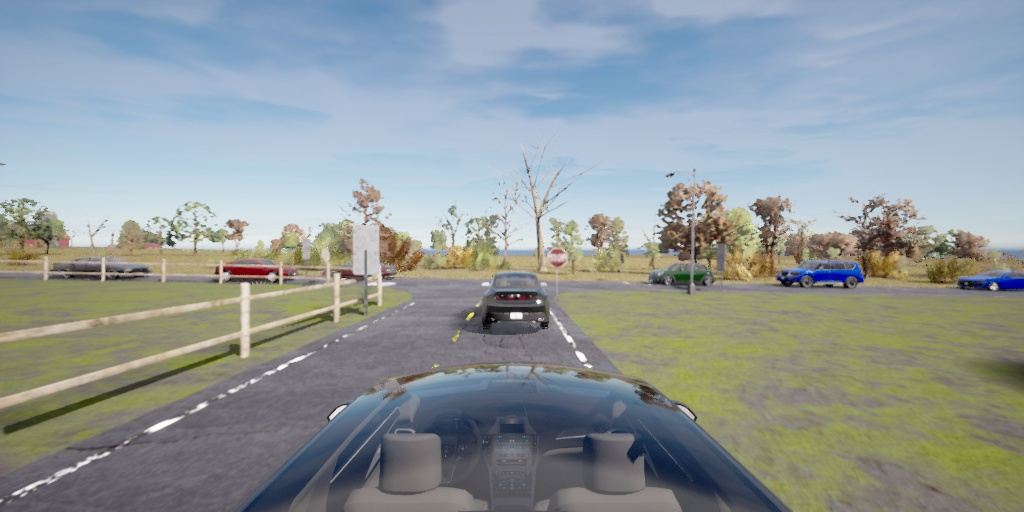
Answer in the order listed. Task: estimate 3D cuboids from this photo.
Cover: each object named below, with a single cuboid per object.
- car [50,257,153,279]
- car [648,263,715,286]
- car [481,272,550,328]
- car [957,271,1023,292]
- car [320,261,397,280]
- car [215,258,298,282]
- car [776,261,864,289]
[{"bbox_3d":[-28.008,0.792,24.538,5.357,1.411,2.033,1,1,0],"label":"car"},{"bbox_3d":[12.851,1.315,27.366,4.553,1.767,2.097,1,1,-1],"label":"car"},{"bbox_3d":[0.085,1.245,11.350,1.837,1.490,4.892,0,0,-1],"label":"car"},{"bbox_3d":[37.166,1.871,27.348,5.008,1.535,1.882,1,1,0],"label":"car"},{"bbox_3d":[-11.752,1.049,27.690,5.357,1.411,2.033,1,1,0],"label":"car"},{"bbox_3d":[-17.358,0.926,24.518,5.008,1.535,1.882,1,1,0],"label":"car"},{"bbox_3d":[23.458,1.374,27.391,5.566,2.045,2.150,1,1,0],"label":"car"}]
